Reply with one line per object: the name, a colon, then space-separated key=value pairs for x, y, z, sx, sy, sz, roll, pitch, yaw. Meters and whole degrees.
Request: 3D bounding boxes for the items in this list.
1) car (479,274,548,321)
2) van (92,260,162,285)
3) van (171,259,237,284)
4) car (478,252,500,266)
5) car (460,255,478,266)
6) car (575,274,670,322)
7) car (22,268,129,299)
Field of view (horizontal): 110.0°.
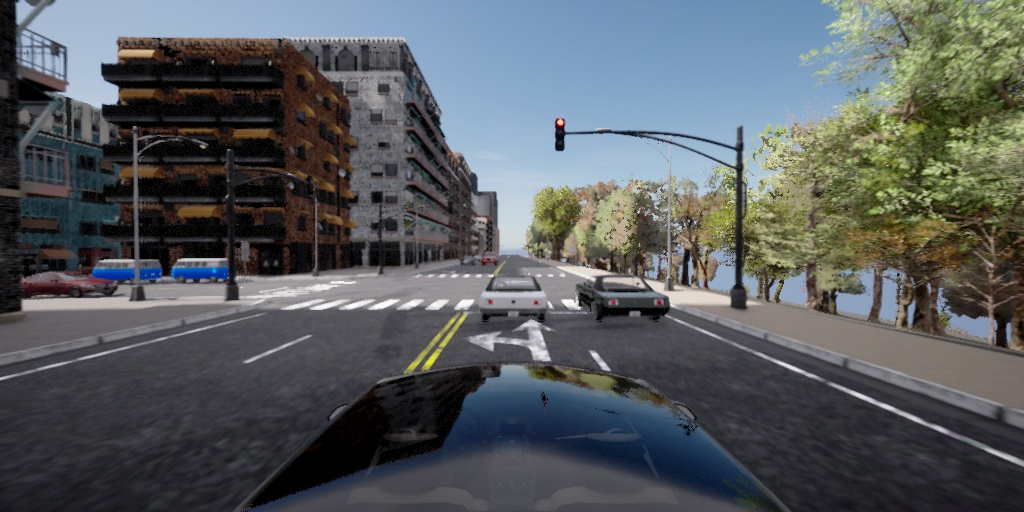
car: x=0.056 y=1.241 z=11.789 sx=1.895 sy=1.301 sz=4.718 roll=0 pitch=1 yaw=0
van: x=-28.315 y=1.155 z=26.446 sx=3.998 sy=1.789 sz=1.690 roll=0 pitch=0 yaw=-1
van: x=-22.713 y=1.081 z=26.521 sx=3.998 sy=1.789 sz=1.690 roll=0 pitch=0 yaw=-1
car: x=-3.309 y=0.419 z=53.390 sx=2.150 sy=2.045 sz=5.566 roll=0 pitch=1 yaw=0
car: x=-6.559 y=0.689 z=53.443 sx=2.128 sy=1.511 sz=4.902 roll=0 pitch=1 yaw=0
car: x=3.307 y=1.241 z=11.789 sx=1.895 sy=1.301 sz=4.718 roll=0 pitch=1 yaw=0
car: x=-22.628 y=1.444 z=18.175 sx=4.207 sy=1.307 sz=1.802 roll=0 pitch=0 yaw=-1
